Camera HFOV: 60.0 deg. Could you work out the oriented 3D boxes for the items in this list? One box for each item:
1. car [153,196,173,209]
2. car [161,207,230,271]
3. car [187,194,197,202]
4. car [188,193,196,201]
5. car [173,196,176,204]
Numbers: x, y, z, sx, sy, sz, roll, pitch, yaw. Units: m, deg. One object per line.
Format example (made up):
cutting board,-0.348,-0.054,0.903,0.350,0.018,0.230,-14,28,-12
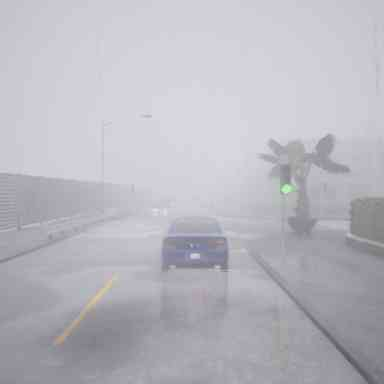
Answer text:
car,-4.081,1.532,44.934,1.994,1.385,4.181,0,0,0
car,0.093,1.470,10.896,1.882,1.535,5.008,0,0,0
car,0.006,1.495,70.701,1.994,1.385,4.181,0,0,0
car,0.007,1.178,80.708,2.097,1.767,4.553,0,0,0
car,-4.031,1.460,61.688,1.837,1.490,4.892,0,0,1
